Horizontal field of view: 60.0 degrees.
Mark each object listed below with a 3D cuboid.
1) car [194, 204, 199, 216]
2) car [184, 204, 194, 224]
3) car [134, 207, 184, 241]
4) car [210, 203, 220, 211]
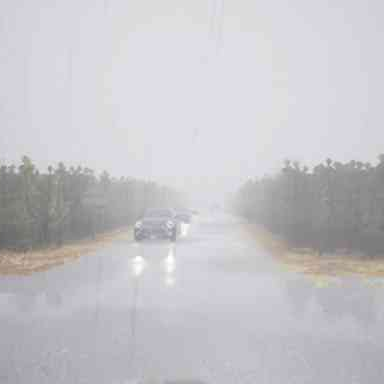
[{"bbox_3d":[-0.241,2.264,42.883,1.812,1.442,4.674,0,-2,3],"label":"car"},{"bbox_3d":[-1.152,1.986,29.252,1.994,1.385,4.181,0,0,4],"label":"car"},{"bbox_3d":[-1.804,1.659,18.437,2.097,1.767,4.553,0,-1,2],"label":"car"},{"bbox_3d":[4.234,2.802,61.190,2.033,1.411,5.357,0,-1,4],"label":"car"}]
